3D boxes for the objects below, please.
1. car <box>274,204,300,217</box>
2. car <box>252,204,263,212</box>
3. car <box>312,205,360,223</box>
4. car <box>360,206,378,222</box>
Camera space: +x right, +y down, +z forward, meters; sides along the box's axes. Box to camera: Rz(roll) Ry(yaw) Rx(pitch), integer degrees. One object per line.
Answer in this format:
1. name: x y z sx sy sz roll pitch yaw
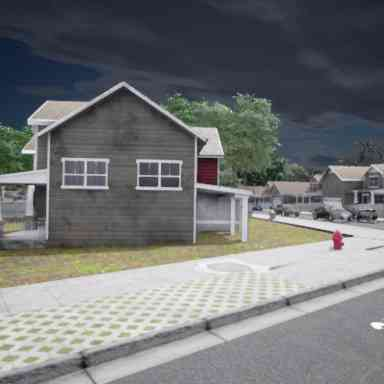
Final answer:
1. car: 11.726 2.280 41.527 1.837 1.490 4.892 1 -2 -6
2. car: 11.857 2.916 62.807 1.812 1.442 4.674 1 -2 -9
3. car: 12.760 1.964 30.501 2.128 1.511 4.902 1 -2 -5
4. car: 15.616 2.040 31.780 2.128 1.511 4.902 1 -2 -5
